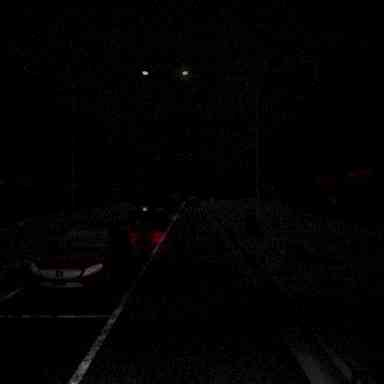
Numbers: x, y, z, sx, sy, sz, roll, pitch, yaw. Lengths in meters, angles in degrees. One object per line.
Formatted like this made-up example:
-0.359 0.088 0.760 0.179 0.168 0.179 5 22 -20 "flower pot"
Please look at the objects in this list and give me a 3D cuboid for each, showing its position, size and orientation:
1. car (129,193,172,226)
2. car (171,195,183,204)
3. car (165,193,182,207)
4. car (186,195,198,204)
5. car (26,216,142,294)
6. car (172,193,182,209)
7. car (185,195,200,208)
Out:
-2.739 1.091 22.023 2.150 2.045 5.566 0 0 0 "car"
-2.589 1.203 58.259 1.752 1.417 4.829 1 0 0 "car"
-2.590 1.046 47.363 2.192 1.841 5.009 1 0 0 "car"
0.032 1.256 55.442 1.994 1.385 4.181 0 0 0 "car"
-2.617 1.527 8.639 1.802 1.307 4.206 1 0 0 "car"
-2.593 1.074 41.831 2.192 1.841 5.009 1 0 0 "car"
0.090 1.226 44.176 1.882 1.535 5.008 0 -1 0 "car"
